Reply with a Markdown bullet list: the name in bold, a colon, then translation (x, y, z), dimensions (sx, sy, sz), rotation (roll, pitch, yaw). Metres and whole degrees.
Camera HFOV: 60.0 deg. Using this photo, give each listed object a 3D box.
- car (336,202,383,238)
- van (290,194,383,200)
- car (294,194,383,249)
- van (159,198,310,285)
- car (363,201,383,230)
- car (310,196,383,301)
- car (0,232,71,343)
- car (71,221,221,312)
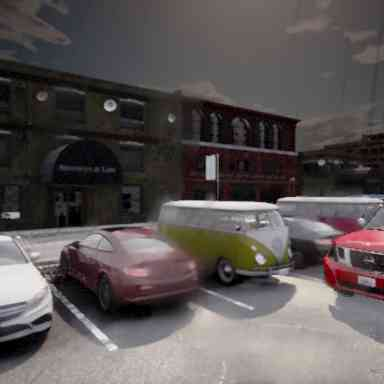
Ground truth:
- **car**: translation (9.849, 1.344, 16.016), dimensions (2.097, 1.535, 5.008), rotation (-1, 1, -36)
- **van**: translation (5.313, 1.188, 12.639), dimensions (1.878, 1.987, 4.442), rotation (-1, 1, -36)
- **car**: translation (7.528, 1.128, 14.399), dimensions (2.435, 2.045, 5.566), rotation (-1, 0, -36)
- **van**: translation (0.813, 1.254, 9.425), dimensions (1.878, 1.987, 4.442), rotation (-1, 0, -36)
- **car**: translation (12.142, 1.308, 17.666), dimensions (2.097, 1.535, 5.008), rotation (-1, 1, -36)
- **car**: translation (5.338, 1.192, 7.494), dimensions (5.566, 2.045, 2.150), rotation (-1, 1, -35)
- **car**: translation (-3.969, 1.522, 6.156), dimensions (2.002, 1.452, 4.674), rotation (0, 0, -36)
- **car**: translation (-1.659, 1.532, 7.800), dimensions (2.002, 1.452, 4.674), rotation (0, 0, -36)
